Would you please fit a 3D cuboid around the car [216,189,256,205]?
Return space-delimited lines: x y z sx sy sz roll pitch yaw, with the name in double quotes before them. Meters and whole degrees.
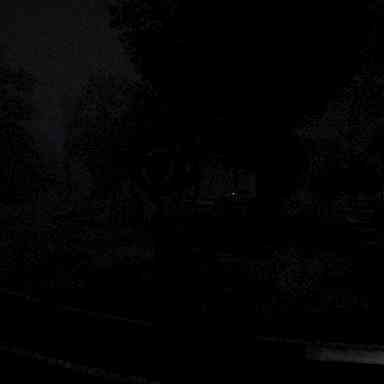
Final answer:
"car" 4.741 0.462 32.708 4.674 1.442 1.812 2 2 8
